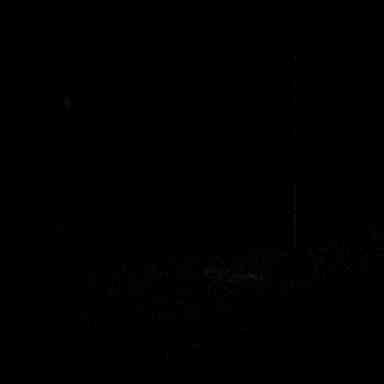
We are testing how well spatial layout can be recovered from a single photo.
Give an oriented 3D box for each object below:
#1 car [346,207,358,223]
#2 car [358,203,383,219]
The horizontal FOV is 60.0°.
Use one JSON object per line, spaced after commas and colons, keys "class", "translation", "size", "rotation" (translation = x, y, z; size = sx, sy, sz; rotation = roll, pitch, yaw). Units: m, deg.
{"class": "car", "translation": [9.380, 1.536, 24.398], "size": [1.947, 1.339, 4.313], "rotation": [0, 0, -35]}
{"class": "car", "translation": [15.918, 1.576, 29.054], "size": [1.947, 1.339, 4.313], "rotation": [0, 0, -35]}
